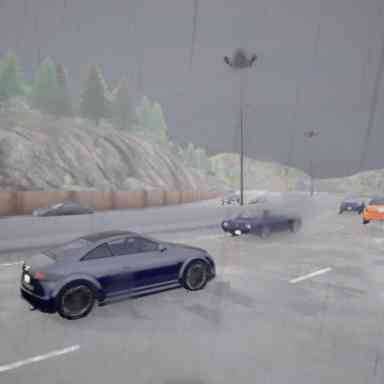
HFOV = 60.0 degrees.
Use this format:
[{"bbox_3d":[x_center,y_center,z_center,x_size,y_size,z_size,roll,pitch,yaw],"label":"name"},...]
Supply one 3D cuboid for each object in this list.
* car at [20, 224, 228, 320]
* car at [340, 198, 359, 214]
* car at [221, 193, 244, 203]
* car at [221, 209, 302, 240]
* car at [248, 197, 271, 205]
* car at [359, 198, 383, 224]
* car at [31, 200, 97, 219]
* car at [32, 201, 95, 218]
[{"bbox_3d":[-1.479,1.558,7.418,4.181,1.385,1.994,-1,0,-38],"label":"car"},{"bbox_3d":[15.255,1.270,31.628,1.812,1.442,4.674,0,0,31],"label":"car"},{"bbox_3d":[5.146,0.932,41.974,1.837,1.490,4.892,-1,0,28],"label":"car"},{"bbox_3d":[3.630,1.513,16.571,1.895,1.301,4.718,0,0,45],"label":"car"},{"bbox_3d":[8.251,1.355,40.351,1.994,1.385,4.181,-1,0,28],"label":"car"},{"bbox_3d":[12.861,1.151,22.003,2.097,1.767,4.553,-1,0,38],"label":"car"},{"bbox_3d":[-11.797,1.576,30.928,5.357,1.411,2.033,-1,0,-44],"label":"car"},{"bbox_3d":[-10.513,1.552,27.422,4.674,1.442,1.812,-1,0,-44],"label":"car"}]
